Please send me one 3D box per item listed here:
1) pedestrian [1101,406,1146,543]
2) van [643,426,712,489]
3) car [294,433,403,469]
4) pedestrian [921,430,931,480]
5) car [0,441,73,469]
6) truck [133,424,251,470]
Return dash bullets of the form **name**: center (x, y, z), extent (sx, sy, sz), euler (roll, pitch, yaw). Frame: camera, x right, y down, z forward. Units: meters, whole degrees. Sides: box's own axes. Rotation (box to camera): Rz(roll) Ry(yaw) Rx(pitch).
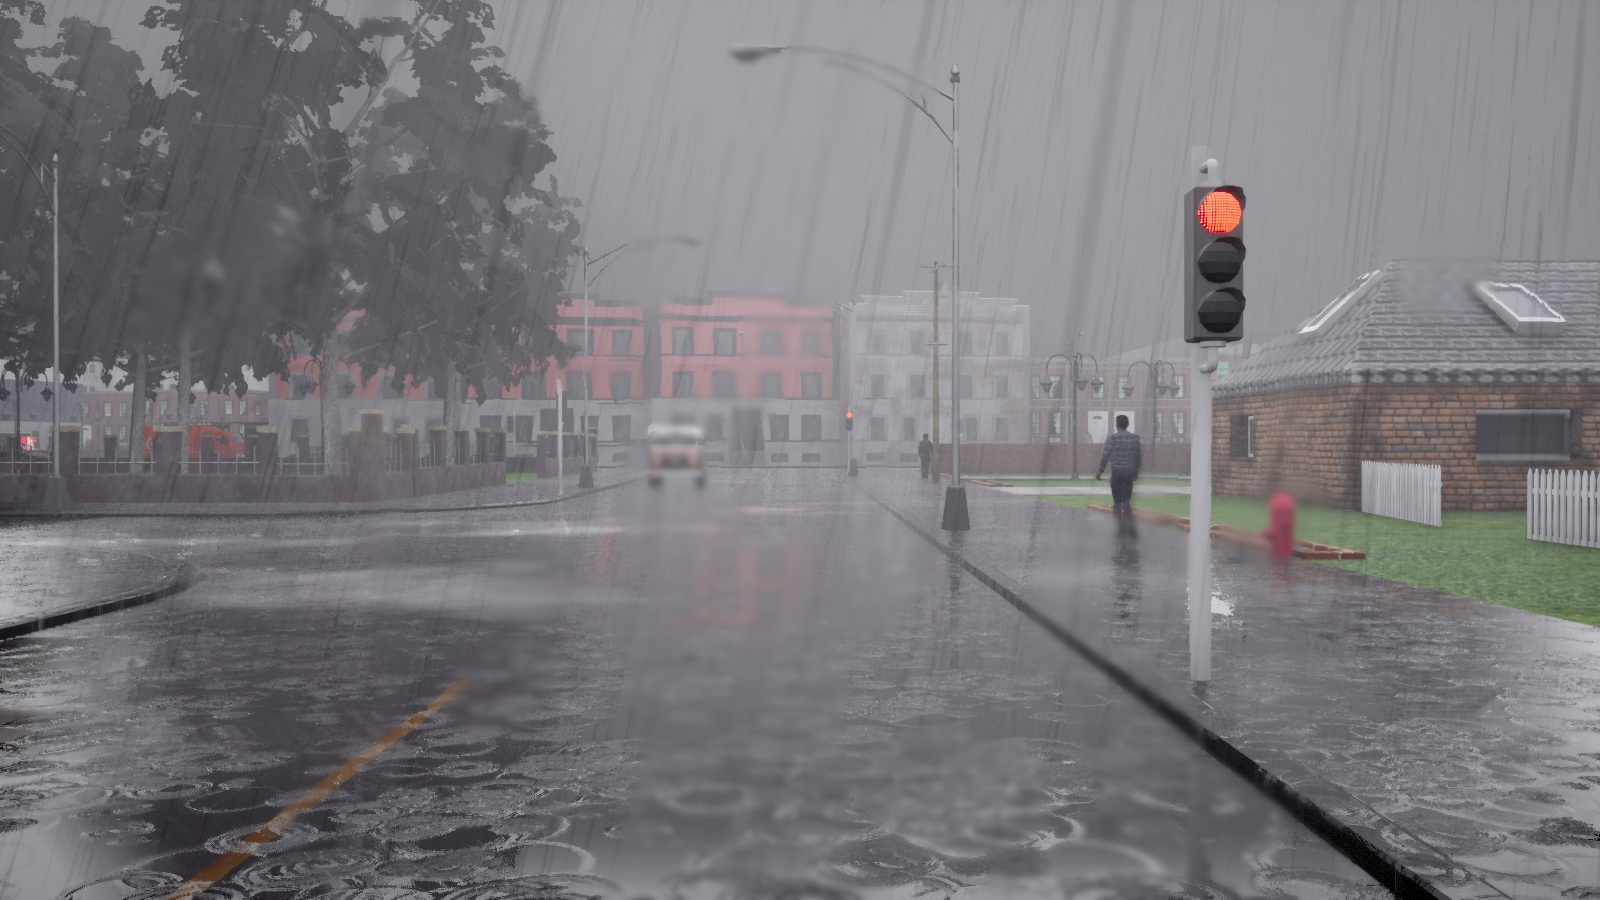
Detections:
- **pedestrian**: center (4.717, 0.348, 18.354), extent (0.423, 1.949, 0.788), euler (0, 0, -2)
- **van**: center (-4.137, 0.224, 42.958), extent (2.069, 2.038, 4.480), euler (0, 0, -2)
- **car**: center (-26.125, 0.034, 72.795), extent (5.566, 2.045, 2.150), euler (0, 0, 0)
- **pedestrian**: center (4.840, 0.187, 48.294), extent (0.395, 1.930, 0.692), euler (0, 0, 6)
- **car**: center (-42.887, 0.280, 68.747), extent (4.902, 1.511, 2.128), euler (0, 0, 0)
- **truck**: center (-33.244, -0.155, 68.773), extent (5.204, 2.467, 2.627), euler (0, 0, 0)
